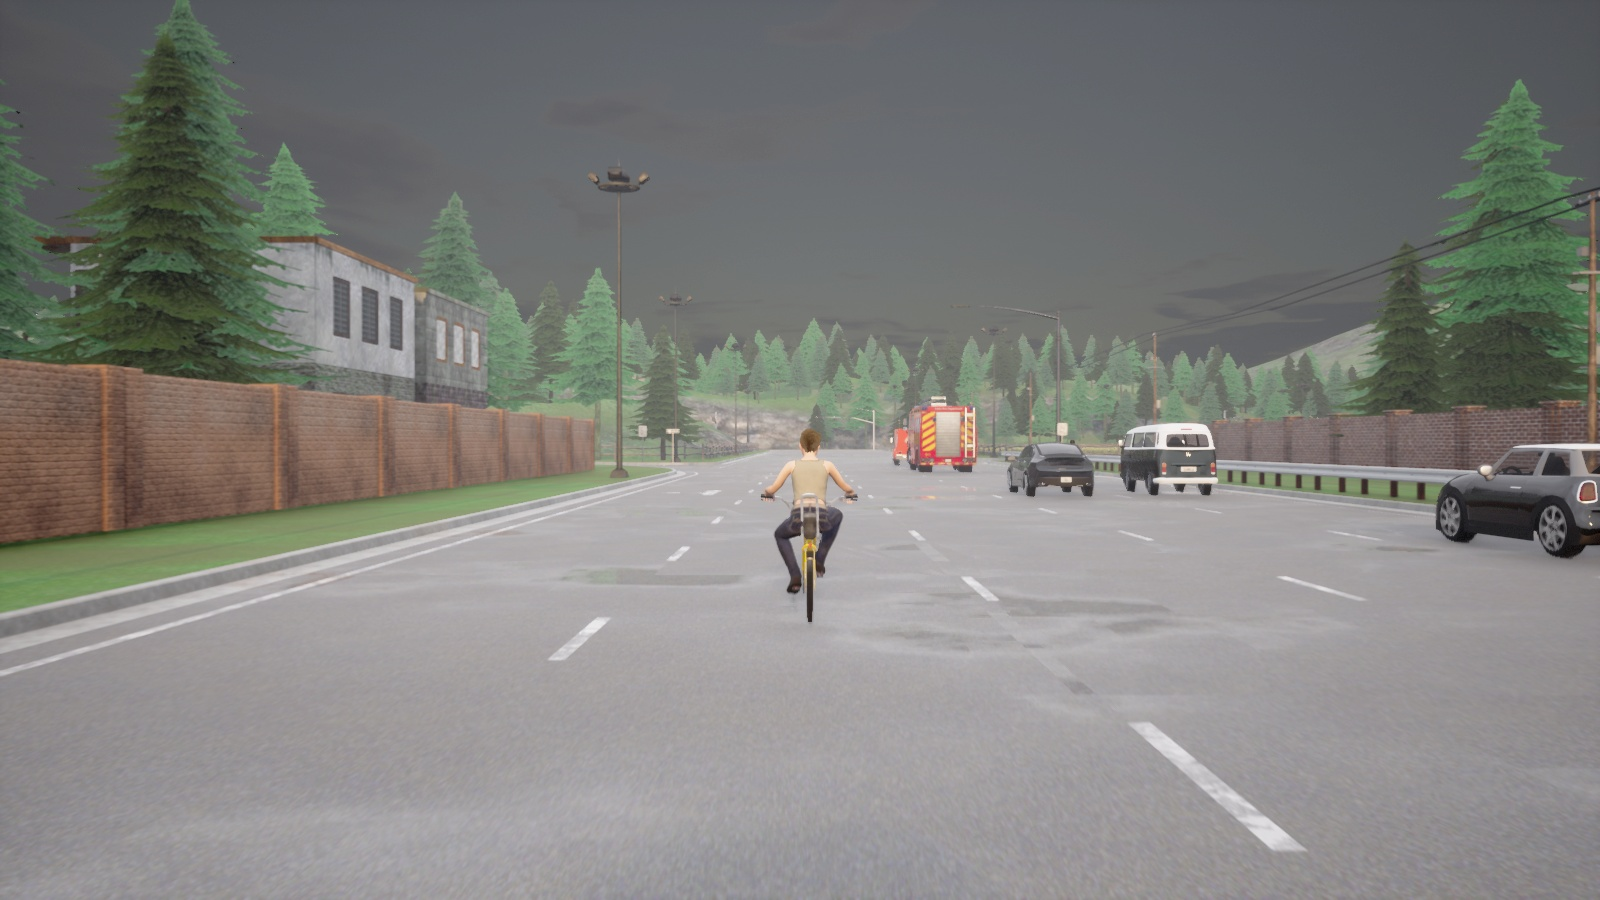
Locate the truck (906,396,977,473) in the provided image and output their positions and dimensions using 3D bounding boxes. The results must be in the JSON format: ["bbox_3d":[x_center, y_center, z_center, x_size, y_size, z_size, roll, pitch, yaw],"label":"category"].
[{"bbox_3d":[7.395,-0.783,66.777,2.891,3.827,8.468,0,0,0],"label":"truck"}]

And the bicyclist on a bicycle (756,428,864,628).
[{"bbox_3d":[0.082,0.623,10.865,0.866,1.612,1.509,0,0,0],"label":"bicyclist on a bicycle"}]

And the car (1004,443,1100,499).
[{"bbox_3d":[7.222,0.555,36.439,1.837,1.490,4.892,0,0,0],"label":"car"}]

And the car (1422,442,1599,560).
[{"bbox_3d":[10.615,0.623,17.559,1.970,1.475,3.806,0,0,0],"label":"car"}]

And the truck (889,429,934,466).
[{"bbox_3d":[7.497,-0.204,85.111,2.627,2.467,5.204,0,1,0],"label":"truck"}]

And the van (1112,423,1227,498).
[{"bbox_3d":[10.724,0.274,36.761,2.069,2.038,4.480,0,0,0],"label":"van"}]
